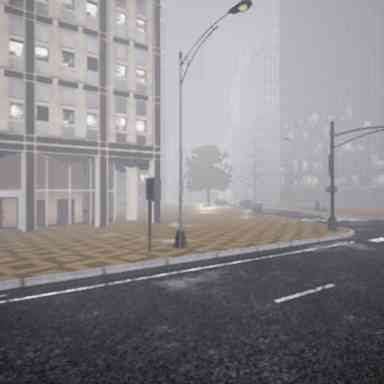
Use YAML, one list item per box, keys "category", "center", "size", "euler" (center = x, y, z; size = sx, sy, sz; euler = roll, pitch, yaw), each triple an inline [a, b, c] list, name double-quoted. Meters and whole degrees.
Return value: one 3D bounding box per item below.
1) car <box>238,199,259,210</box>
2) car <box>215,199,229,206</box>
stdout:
- category: "car"
  center: [7.695, 1.724, 45.776]
  size: [1.837, 1.490, 4.892]
  euler: [0, 0, -7]
- category: "car"
  center: [5.585, 1.943, 62.266]
  size: [1.895, 1.301, 4.718]
  euler: [0, 0, -7]
